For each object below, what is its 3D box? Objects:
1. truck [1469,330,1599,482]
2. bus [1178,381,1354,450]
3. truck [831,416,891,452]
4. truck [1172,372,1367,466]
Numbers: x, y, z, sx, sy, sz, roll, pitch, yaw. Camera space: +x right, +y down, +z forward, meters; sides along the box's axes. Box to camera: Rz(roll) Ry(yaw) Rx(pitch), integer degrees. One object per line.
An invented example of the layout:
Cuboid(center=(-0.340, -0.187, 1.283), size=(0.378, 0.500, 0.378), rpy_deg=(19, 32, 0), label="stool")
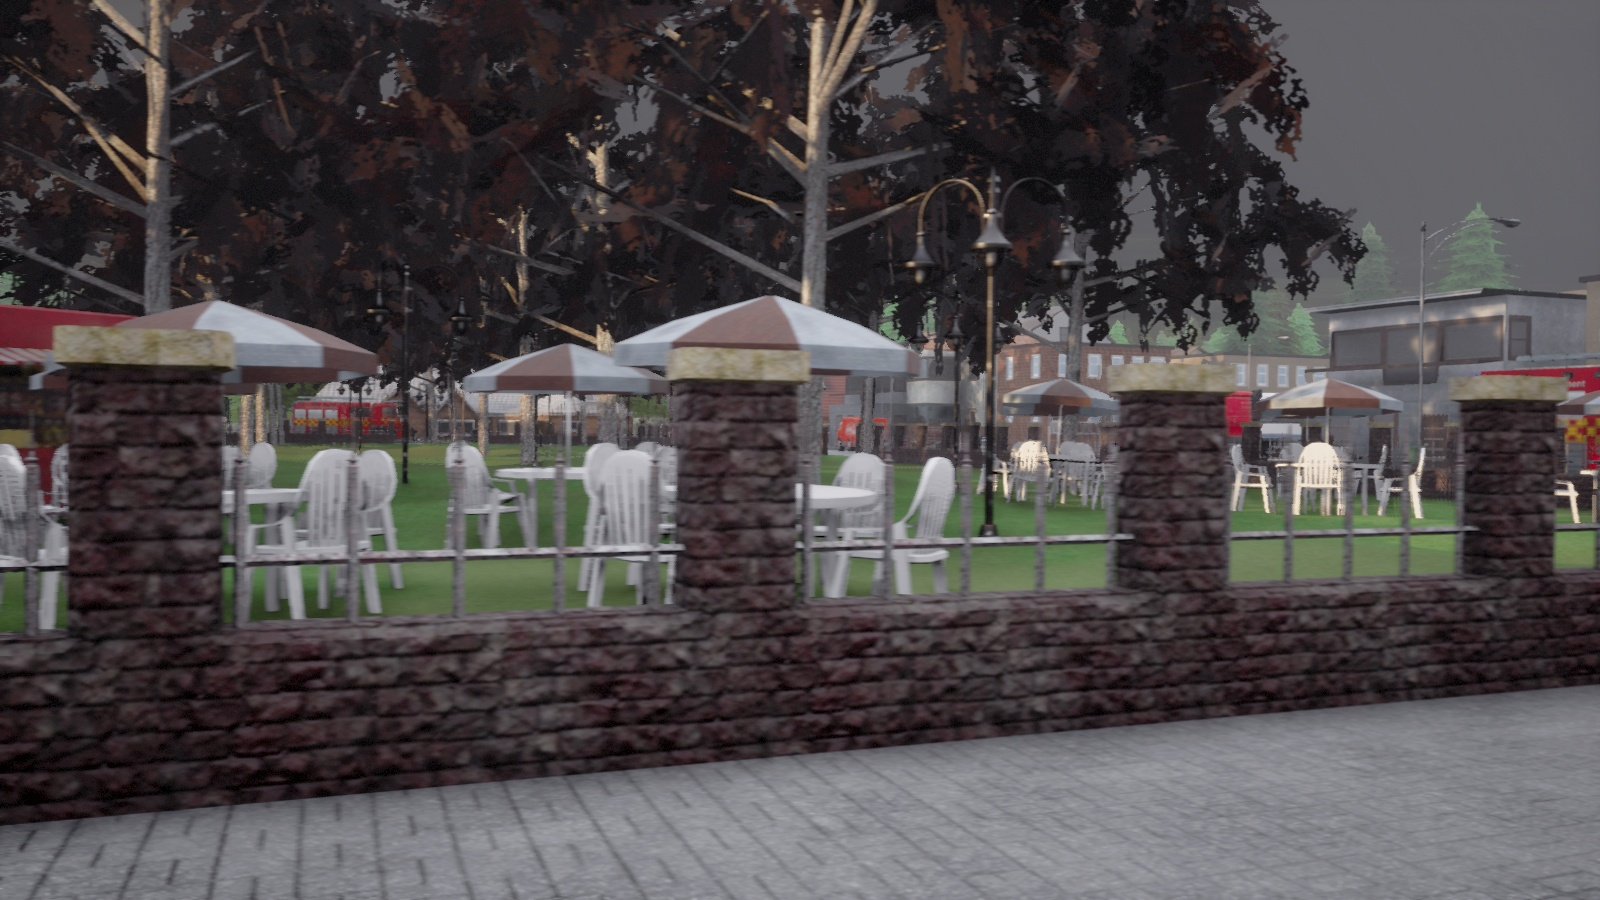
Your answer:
Cuboid(center=(21.654, -1.116, 31.635), size=(2.891, 3.827, 8.468), rpy_deg=(-1, 1, -24), label="truck")
Cuboid(center=(29.993, -2.219, 80.865), size=(10.273, 4.253, 3.944), rpy_deg=(-1, 1, -17), label="bus")
Cuboid(center=(4.246, -1.170, 88.814), size=(2.627, 2.467, 5.204), rpy_deg=(-1, 2, -17), label="truck")
Cuboid(center=(18.761, -1.214, 50.843), size=(2.891, 3.462, 7.936), rpy_deg=(-1, 1, -20), label="truck")
